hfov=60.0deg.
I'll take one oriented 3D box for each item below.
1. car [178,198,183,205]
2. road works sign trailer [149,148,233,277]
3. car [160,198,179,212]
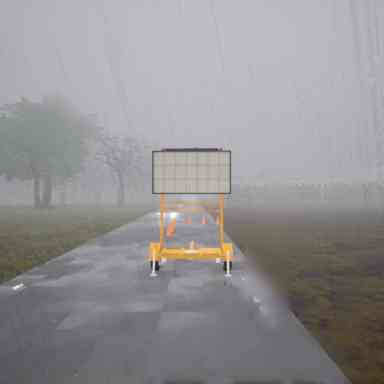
[{"bbox_3d":[-2.816,1.946,69.386,1.994,1.385,4.181,0,0,0],"label":"car"},{"bbox_3d":[-0.004,0.463,10.275,2.380,3.560,2.880,0,0,1],"label":"road works sign trailer"},{"bbox_3d":[-2.889,1.735,40.678,1.895,1.301,4.718,0,0,0],"label":"car"}]
